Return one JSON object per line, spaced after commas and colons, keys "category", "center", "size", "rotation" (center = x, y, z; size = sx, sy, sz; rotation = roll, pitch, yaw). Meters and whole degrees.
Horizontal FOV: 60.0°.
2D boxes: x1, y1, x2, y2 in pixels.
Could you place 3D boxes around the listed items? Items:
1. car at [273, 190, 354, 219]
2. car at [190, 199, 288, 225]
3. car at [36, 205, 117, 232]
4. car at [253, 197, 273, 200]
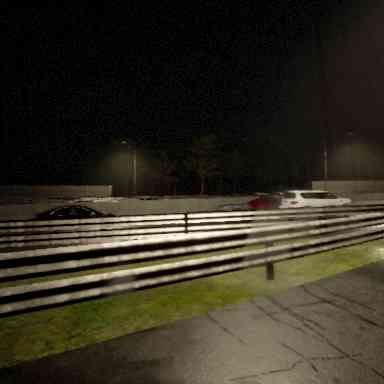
{"category": "car", "center": [9.381, 0.863, 25.014], "size": [5.566, 2.045, 2.150], "rotation": [-1, 0, -15]}
{"category": "car", "center": [2.565, 1.394, 19.502], "size": [5.357, 1.411, 2.033], "rotation": [-2, 0, -15]}
{"category": "car", "center": [-7.023, 1.582, 20.484], "size": [4.892, 1.490, 1.837], "rotation": [-2, 0, -15]}
{"category": "car", "center": [6.485, 1.172, 27.846], "size": [5.008, 1.535, 1.882], "rotation": [-1, 0, -15]}
